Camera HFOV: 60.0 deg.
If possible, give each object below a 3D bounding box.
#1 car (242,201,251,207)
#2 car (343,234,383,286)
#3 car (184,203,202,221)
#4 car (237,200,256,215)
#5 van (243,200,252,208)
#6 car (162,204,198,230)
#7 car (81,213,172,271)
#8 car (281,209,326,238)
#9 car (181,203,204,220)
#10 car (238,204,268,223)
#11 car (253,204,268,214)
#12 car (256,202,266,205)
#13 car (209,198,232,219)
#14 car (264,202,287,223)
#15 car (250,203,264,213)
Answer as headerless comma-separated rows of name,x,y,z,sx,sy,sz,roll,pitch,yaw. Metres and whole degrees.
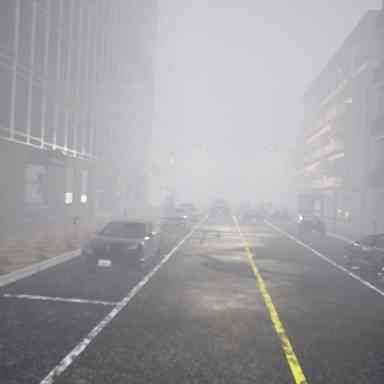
car,13.573,3.036,83.351,1.947,1.339,4.313,3,-1,6
car,6.214,1.950,10.298,1.947,1.339,4.313,3,-1,6
car,-0.412,1.695,28.003,1.967,1.590,4.097,3,-1,6
car,6.850,2.220,43.273,1.882,1.535,5.008,3,0,6
van,13.016,2.725,77.734,1.690,1.788,3.998,3,-1,6
car,-0.983,1.723,22.381,2.008,1.369,4.403,3,-1,6
car,-2.116,1.576,11.142,1.947,1.339,4.313,3,-1,6
car,7.347,2.097,21.537,2.008,1.369,4.403,3,-1,6
car,0.133,1.860,33.451,1.752,1.417,4.829,3,-1,6
car,5.780,2.180,31.926,1.895,1.301,4.718,3,-1,6
car,10.175,2.541,49.634,1.802,1.307,4.206,3,-1,6
car,9.622,2.192,44.017,2.192,1.841,5.009,3,-1,6
car,3.050,1.715,35.775,2.150,2.045,5.566,3,-1,6
car,8.484,2.151,32.777,1.967,1.590,4.097,3,-1,6
car,10.742,2.624,55.254,1.802,1.307,4.206,3,-1,6
